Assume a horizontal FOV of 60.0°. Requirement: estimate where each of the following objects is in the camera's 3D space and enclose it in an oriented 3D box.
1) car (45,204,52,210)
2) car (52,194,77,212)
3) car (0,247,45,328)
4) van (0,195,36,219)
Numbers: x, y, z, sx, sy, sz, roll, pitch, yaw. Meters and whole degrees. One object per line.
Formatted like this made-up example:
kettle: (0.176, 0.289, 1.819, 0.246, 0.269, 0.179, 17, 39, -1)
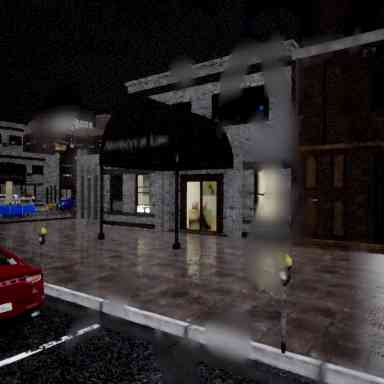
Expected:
car: (-16.227, 1.569, 42.442, 1.752, 1.417, 4.829, 0, 0, 35)
car: (-13.906, 1.284, 41.228, 2.150, 2.045, 5.566, 0, 0, 36)
car: (-4.531, 1.544, 6.099, 4.507, 1.381, 1.887, 0, 0, 35)
van: (-15.623, 1.413, 28.713, 1.690, 1.788, 3.998, 0, 0, 35)
